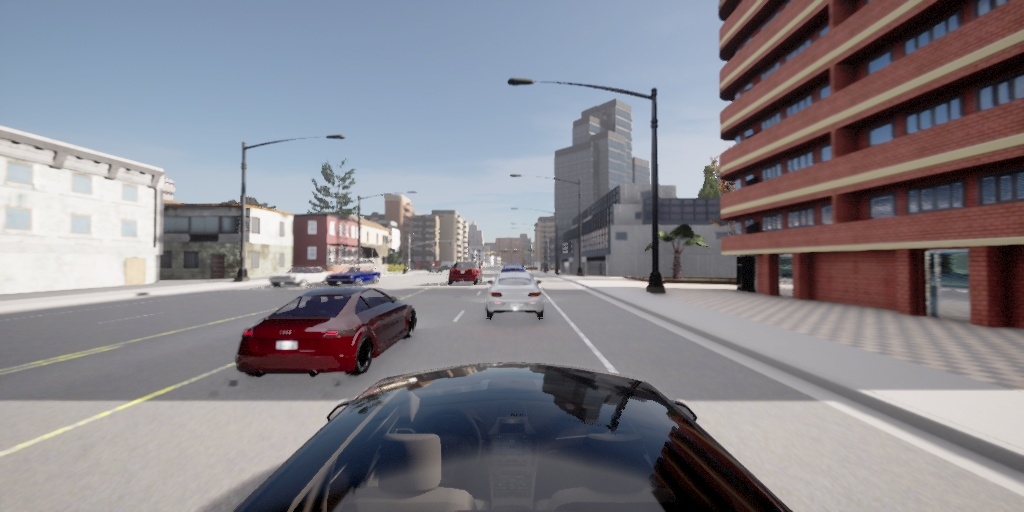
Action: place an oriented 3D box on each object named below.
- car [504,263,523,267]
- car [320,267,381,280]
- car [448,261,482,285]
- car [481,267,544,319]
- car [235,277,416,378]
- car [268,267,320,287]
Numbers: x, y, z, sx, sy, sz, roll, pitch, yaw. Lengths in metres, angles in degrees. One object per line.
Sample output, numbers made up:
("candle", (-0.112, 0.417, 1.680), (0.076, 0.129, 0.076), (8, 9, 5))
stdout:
("car", (0.087, 1.323, 28.768), (1.882, 1.535, 5.008), (0, -1, 0))
("car", (-10.608, 1.389, 24.271), (1.895, 1.301, 4.718), (0, -1, 0))
("car", (-3.414, 1.171, 26.953), (2.097, 1.767, 4.553), (0, -1, 0))
("car", (0.094, 1.279, 12.721), (1.812, 1.442, 4.674), (0, 0, 0))
("car", (-3.411, 1.317, 7.443), (1.994, 1.385, 4.181), (0, 0, 0))
("car", (-14.109, 1.390, 24.253), (1.895, 1.301, 4.718), (0, -1, 0))
